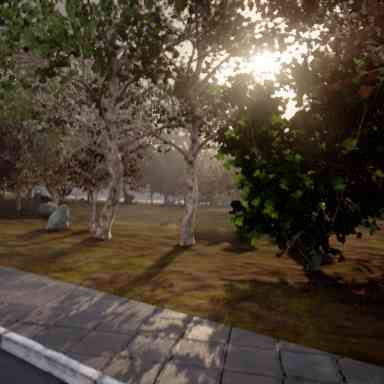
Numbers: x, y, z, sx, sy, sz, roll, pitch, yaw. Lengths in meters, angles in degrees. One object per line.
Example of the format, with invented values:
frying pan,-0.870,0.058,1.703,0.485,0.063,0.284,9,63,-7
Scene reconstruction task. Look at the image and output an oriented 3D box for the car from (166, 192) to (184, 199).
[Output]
car,-4.889,0.988,94.732,2.435,2.045,5.566,6,2,41
